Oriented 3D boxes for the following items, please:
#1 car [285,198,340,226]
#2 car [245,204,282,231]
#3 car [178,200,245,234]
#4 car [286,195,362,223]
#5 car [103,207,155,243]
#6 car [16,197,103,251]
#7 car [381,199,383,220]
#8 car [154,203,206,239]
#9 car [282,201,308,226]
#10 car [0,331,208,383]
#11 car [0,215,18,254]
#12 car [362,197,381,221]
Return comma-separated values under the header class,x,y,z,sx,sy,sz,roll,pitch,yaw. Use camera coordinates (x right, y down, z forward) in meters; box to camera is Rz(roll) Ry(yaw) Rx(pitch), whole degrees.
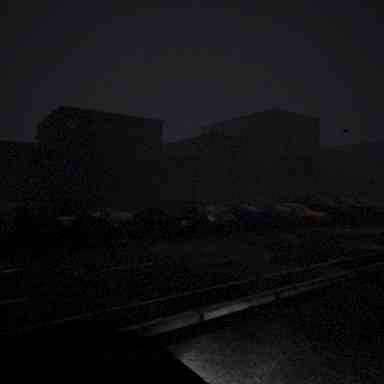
class,x,y,z,sx,sy,sz,roll,pitch,yaw
car,7.395,1.499,23.935,1.946,1.575,5.366,0,0,-36
car,2.809,1.486,20.872,2.097,1.535,5.008,0,0,-36
car,0.546,1.357,19.296,2.185,1.767,4.553,0,0,-36
car,9.543,1.269,25.667,2.435,2.045,5.566,1,0,-36
car,-3.918,1.518,16.057,2.002,1.452,4.674,0,0,-36
car,-6.177,1.226,14.477,2.435,2.045,5.566,0,0,-36
car,14.023,1.323,28.875,2.435,2.045,5.566,1,-1,-36
car,-1.695,1.510,17.689,2.163,1.488,4.792,0,0,-36
car,5.047,1.533,22.478,2.002,1.452,4.674,0,0,-36
car,-2.238,1.549,1.533,5.357,1.411,2.033,0,0,-36
car,-8.386,1.505,12.824,2.163,1.488,4.792,0,0,-36
car,11.785,1.291,27.272,2.435,2.045,5.566,1,0,-36
